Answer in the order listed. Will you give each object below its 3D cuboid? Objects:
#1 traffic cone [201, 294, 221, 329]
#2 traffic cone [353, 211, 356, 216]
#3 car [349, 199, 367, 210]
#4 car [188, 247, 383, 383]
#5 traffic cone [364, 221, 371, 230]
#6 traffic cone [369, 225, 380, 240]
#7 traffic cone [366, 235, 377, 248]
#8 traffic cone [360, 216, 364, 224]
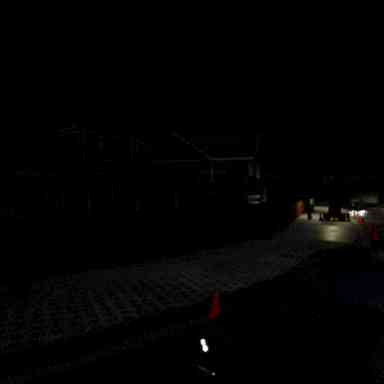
[{"bbox_3d":[0.390,1.981,5.493,0.340,0.580,0.340,1,0,-42],"label":"traffic cone"},{"bbox_3d":[15.001,2.161,30.050,0.340,0.580,0.340,0,0,23],"label":"traffic cone"},{"bbox_3d":[23.671,1.803,47.740,2.128,1.511,4.902,0,0,20],"label":"car"},{"bbox_3d":[2.454,1.580,4.833,5.357,1.411,2.033,1,0,-43],"label":"car"},{"bbox_3d":[11.146,2.101,20.823,0.340,0.580,0.340,0,0,23],"label":"traffic cone"},{"bbox_3d":[9.126,2.073,16.527,0.340,0.580,0.340,0,0,28],"label":"traffic cone"},{"bbox_3d":[6.646,2.043,12.521,0.340,0.580,0.340,0,0,35],"label":"traffic cone"},{"bbox_3d":[13.074,2.131,25.437,0.340,0.580,0.340,0,0,23],"label":"traffic cone"}]
